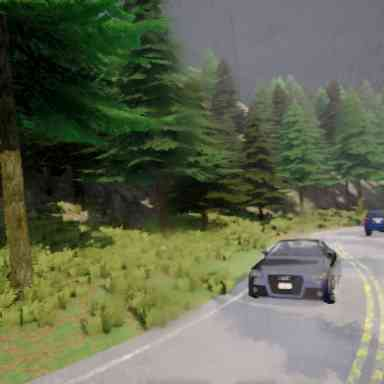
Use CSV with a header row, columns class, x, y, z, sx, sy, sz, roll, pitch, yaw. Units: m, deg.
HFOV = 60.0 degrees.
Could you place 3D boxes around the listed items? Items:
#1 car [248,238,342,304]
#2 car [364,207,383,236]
class,x,y,z,sx,sy,sz,roll,pitch,yaw
car,3.007,2.018,9.295,1.994,1.385,4.181,-5,-5,27
car,14.581,2.136,24.627,2.150,2.045,5.566,-4,-4,45
